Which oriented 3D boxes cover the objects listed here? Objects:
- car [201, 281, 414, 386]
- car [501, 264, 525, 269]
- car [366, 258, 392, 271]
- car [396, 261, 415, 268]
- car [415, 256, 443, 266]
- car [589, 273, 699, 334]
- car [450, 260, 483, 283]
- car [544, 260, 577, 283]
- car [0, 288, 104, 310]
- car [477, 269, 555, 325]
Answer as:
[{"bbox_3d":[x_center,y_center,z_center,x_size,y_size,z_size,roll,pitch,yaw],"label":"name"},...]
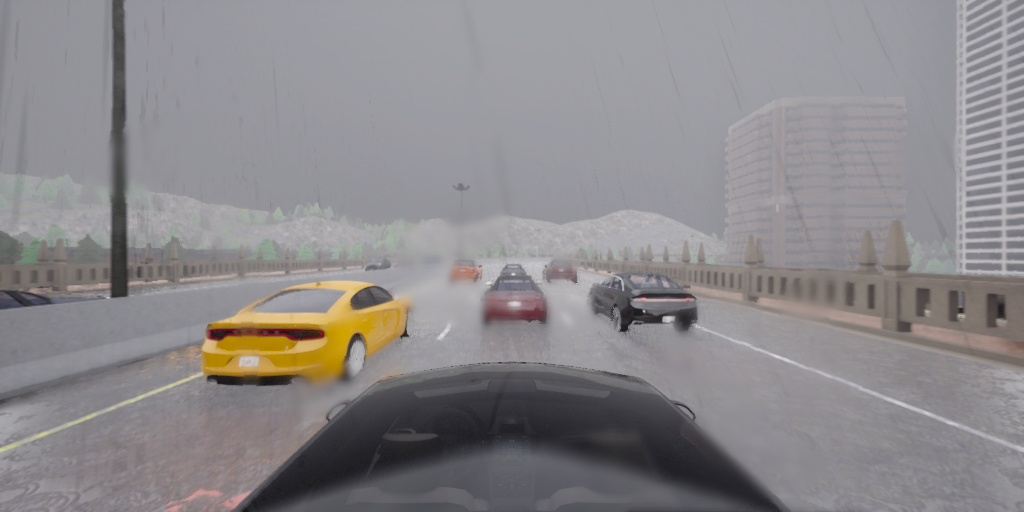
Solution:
[{"bbox_3d":[-3.398,1.226,7.128,1.882,1.535,5.008,0,0,0],"label":"car"},{"bbox_3d":[0.108,1.305,28.364,1.994,1.385,4.181,0,0,0],"label":"car"},{"bbox_3d":[-17.561,1.087,47.397,2.097,1.767,4.553,0,0,0],"label":"car"},{"bbox_3d":[-14.066,1.300,48.260,1.994,1.385,4.181,0,0,0],"label":"car"},{"bbox_3d":[-10.574,0.957,47.184,2.150,2.045,5.566,0,0,0],"label":"car"},{"bbox_3d":[3.604,1.238,10.627,2.128,1.511,4.902,0,0,0],"label":"car"},{"bbox_3d":[-3.394,1.093,27.527,2.097,1.767,4.553,0,0,0],"label":"car"},{"bbox_3d":[3.606,1.093,27.422,2.097,1.767,4.553,0,0,0],"label":"car"},{"bbox_3d":[-10.598,1.297,6.302,2.033,1.411,5.357,0,0,0],"label":"car"},{"bbox_3d":[0.103,1.311,11.839,1.994,1.385,4.181,0,0,0],"label":"car"}]
